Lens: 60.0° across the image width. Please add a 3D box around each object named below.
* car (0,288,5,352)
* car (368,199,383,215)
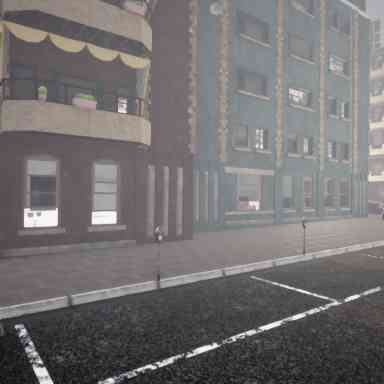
[{"bbox_3d":[-4.195,1.566,3.097,4.313,1.339,1.947,0,1,-35],"label":"car"},{"bbox_3d":[16.142,1.241,32.640,2.192,1.841,5.009,1,0,-36],"label":"car"}]
